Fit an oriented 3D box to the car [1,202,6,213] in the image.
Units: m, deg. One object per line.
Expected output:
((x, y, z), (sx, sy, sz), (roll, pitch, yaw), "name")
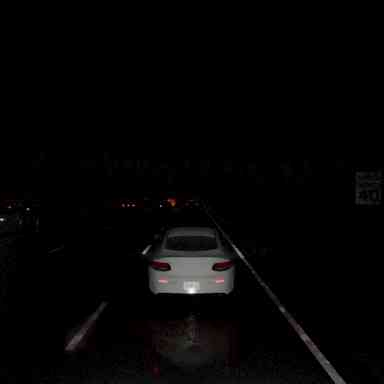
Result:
((-15.106, 1.564, 22.774), (1.994, 1.385, 4.181), (0, 0, 0), "car")

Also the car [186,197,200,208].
((0.193, 1.477, 49.538), (1.882, 1.535, 5.008), (0, 0, 1), "car")

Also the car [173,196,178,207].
((-3.308, 1.352, 49.559), (2.097, 1.767, 4.553), (0, 0, 1), "car")

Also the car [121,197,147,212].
((-7.012, 1.547, 39.316), (2.033, 1.411, 5.357), (0, 0, 1), "car")

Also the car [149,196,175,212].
((-3.508, 1.564, 39.731), (1.994, 1.385, 4.181), (0, 0, 1), "car")

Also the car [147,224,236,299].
((-0.012, 1.526, 8.304), (1.812, 1.442, 4.674), (0, 0, 0), "car")

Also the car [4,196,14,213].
((-18.533, 1.221, 36.592), (2.150, 2.045, 5.566), (0, 0, 0), "car")

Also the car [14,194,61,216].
((-15.043, 1.221, 33.255), (2.150, 2.045, 5.566), (0, 0, 0), "car")

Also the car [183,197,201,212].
((-0.012, 1.526, 39.321), (1.812, 1.442, 4.674), (0, 0, 1), "car")

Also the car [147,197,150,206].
((-6.806, 1.525, 49.677), (1.812, 1.442, 4.674), (0, 0, 1), "car")
